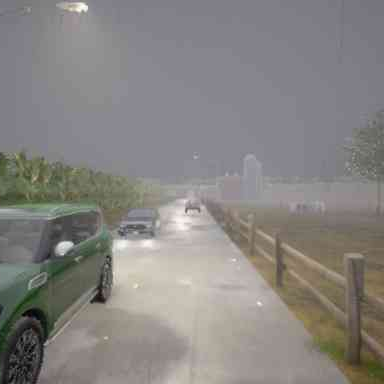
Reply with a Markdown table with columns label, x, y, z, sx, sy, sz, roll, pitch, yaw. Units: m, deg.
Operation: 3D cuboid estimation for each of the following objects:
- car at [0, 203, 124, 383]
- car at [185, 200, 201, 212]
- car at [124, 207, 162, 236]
| label | x | y | z | sx | sy | sz | roll | pitch | yaw |
| --- | --- | --- | --- | --- | --- | --- | --- | --- | --- |
| car | -2.815 | 1.238 | 5.307 | 2.150 | 2.045 | 5.566 | 0 | 0 | 0 |
| car | 0.099 | 1.613 | 39.705 | 2.033 | 1.411 | 5.357 | 0 | 0 | 0 |
| car | -2.747 | 1.589 | 18.820 | 2.033 | 1.411 | 5.357 | 0 | 0 | 0 |
